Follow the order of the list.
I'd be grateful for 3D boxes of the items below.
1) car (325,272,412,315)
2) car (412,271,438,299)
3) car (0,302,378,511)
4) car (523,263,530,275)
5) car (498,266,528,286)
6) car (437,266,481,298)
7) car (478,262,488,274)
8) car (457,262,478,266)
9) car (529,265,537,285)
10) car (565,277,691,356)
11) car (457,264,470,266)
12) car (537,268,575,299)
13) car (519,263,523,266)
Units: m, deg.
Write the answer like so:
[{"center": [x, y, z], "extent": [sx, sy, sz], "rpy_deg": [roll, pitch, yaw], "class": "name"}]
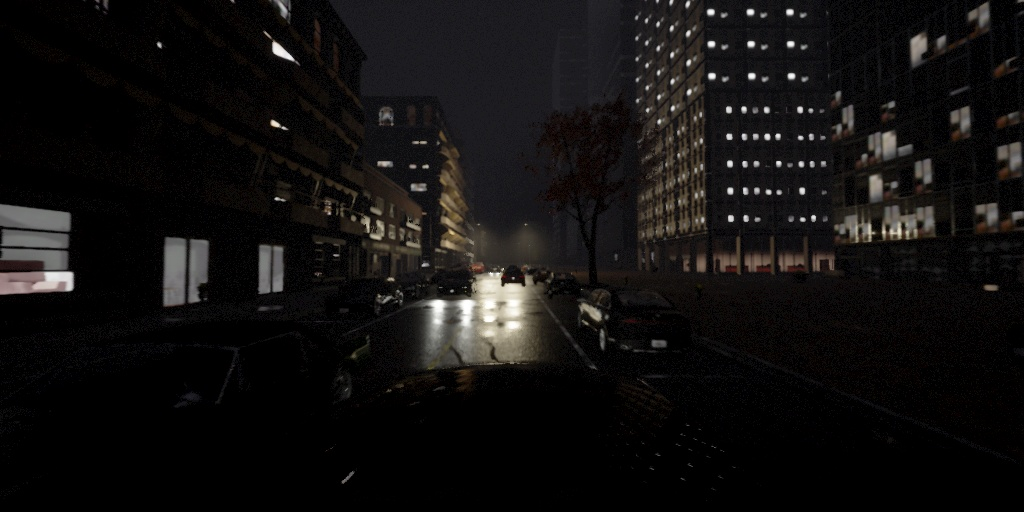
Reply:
[{"center": [-5.690, 1.505, 14.316], "extent": [1.948, 1.339, 4.313], "rpy_deg": [0, 0, 0], "class": "car"}, {"center": [-5.691, 1.573, 19.884], "extent": [2.007, 1.370, 4.403], "rpy_deg": [0, 0, 0], "class": "car"}, {"center": [-3.098, 1.374, 3.278], "extent": [1.895, 1.301, 4.718], "rpy_deg": [0, -1, 0], "class": "car"}, {"center": [2.687, 2.000, 47.730], "extent": [2.007, 1.370, 4.403], "rpy_deg": [0, 0, 0], "class": "car"}, {"center": [0.098, 1.743, 30.175], "extent": [1.994, 1.385, 4.181], "rpy_deg": [0, -1, 0], "class": "car"}, {"center": [-3.103, 1.539, 20.850], "extent": [1.837, 1.490, 4.892], "rpy_deg": [0, 0, 0], "class": "car"}, {"center": [-5.695, 1.934, 58.866], "extent": [2.192, 1.841, 5.009], "rpy_deg": [0, 0, 0], "class": "car"}, {"center": [-5.693, 1.677, 42.161], "extent": [2.192, 1.841, 5.009], "rpy_deg": [0, 0, 0], "class": "car"}, {"center": [2.689, 1.719, 31.193], "extent": [1.751, 1.417, 4.829], "rpy_deg": [0, 0, 0], "class": "car"}, {"center": [2.691, 1.407, 8.746], "extent": [2.007, 1.370, 4.403], "rpy_deg": [0, 0, 0], "class": "car"}, {"center": [-5.693, 1.803, 36.421], "extent": [1.751, 1.417, 4.829], "rpy_deg": [0, 0, 0], "class": "car"}, {"center": [2.690, 1.575, 19.884], "extent": [2.007, 1.370, 4.403], "rpy_deg": [0, 0, 0], "class": "car"}, {"center": [0.096, 1.887, 43.276], "extent": [1.837, 1.490, 4.892], "rpy_deg": [0, 0, 0], "class": "car"}]
